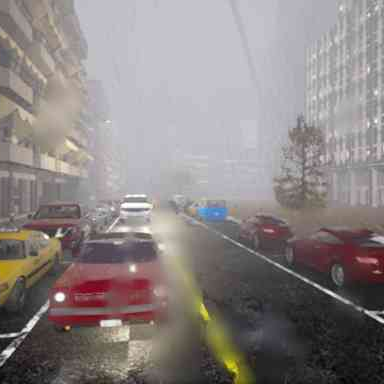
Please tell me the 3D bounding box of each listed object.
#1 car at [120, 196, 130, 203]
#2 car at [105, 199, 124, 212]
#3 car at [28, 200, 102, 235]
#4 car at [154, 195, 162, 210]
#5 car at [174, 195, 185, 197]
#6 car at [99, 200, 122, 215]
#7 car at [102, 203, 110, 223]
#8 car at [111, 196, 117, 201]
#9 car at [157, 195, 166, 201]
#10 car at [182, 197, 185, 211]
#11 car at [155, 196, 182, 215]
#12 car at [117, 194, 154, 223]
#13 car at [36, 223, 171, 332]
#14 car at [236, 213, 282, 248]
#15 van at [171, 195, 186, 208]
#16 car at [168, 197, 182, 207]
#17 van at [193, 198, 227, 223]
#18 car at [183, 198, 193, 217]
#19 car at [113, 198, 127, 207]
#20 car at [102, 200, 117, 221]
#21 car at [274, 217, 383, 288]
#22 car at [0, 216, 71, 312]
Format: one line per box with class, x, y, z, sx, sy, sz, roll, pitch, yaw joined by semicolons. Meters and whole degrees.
car;-13.612;1.584;67.805;1.947;1.339;4.313;0;0;-9
car;-9.363;1.543;40.501;1.887;1.381;4.507;0;0;-9
car;-5.115;1.311;13.196;2.192;1.841;5.009;0;0;-9
car;-4.038;1.350;43.814;2.097;1.767;4.553;0;0;-9
car;-1.083;1.436;41.789;1.967;1.590;4.097;0;0;-9
car;-8.513;1.562;35.040;1.947;1.339;4.313;0;0;-9
car;-5.963;1.545;18.658;2.008;1.369;4.403;0;0;-9
car;-7.663;1.435;29.578;1.967;1.590;4.097;0;0;-9
car;-7.881;1.579;85.477;1.887;1.381;4.507;0;0;-9
car;-0.232;1.559;36.329;1.947;1.339;4.313;0;0;-9
car;-2.426;1.498;33.562;1.837;1.490;4.892;0;0;-9
car;-4.298;1.216;25.486;2.150;2.045;5.566;0;0;-9
car;-1.520;1.598;7.023;1.895;1.301;4.718;0;0;-9
car;3.167;1.575;14.484;1.802;1.307;4.206;0;0;-9
van;-1.934;1.340;47.251;1.690;1.788;3.998;0;0;-9
car;-2.808;1.527;52.879;1.752;1.417;4.829;0;0;-9
van;1.466;1.332;25.406;1.690;1.788;3.998;0;0;-9
car;0.592;1.517;31.035;1.752;1.417;4.829;0;0;-9
car;-11.062;1.587;51.422;1.802;1.307;4.206;0;0;-9
car;-6.813;1.545;24.119;2.008;1.369;4.403;0;0;-9
car;4.017;1.577;9.024;1.802;1.307;4.206;0;0;-9
car;-4.238;1.523;7.568;1.752;1.417;4.829;0;0;-9
